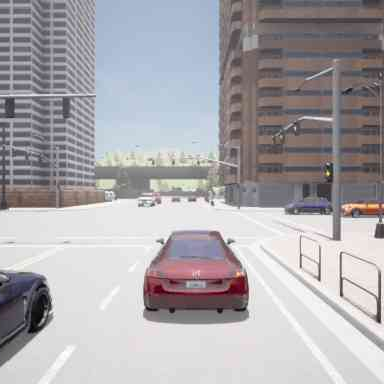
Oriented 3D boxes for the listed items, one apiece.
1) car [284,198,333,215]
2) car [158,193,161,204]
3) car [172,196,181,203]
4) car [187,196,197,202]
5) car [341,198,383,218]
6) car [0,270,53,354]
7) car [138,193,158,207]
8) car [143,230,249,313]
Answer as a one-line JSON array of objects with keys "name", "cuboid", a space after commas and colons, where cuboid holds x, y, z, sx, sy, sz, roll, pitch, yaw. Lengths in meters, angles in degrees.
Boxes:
[{"name": "car", "cuboid": [11.565, 1.352, 33.168, 4.553, 1.767, 2.097, 0, 0, 2]}, {"name": "car", "cuboid": [-7.015, 1.221, 62.543, 2.150, 2.045, 5.566, 0, 0, 1]}, {"name": "car", "cuboid": [-3.416, 1.542, 71.907, 2.033, 1.411, 5.357, 0, 0, 0]}, {"name": "car", "cuboid": [0.053, 1.525, 73.367, 2.128, 1.511, 4.902, 0, 0, 0]}, {"name": "car", "cuboid": [15.539, 1.352, 29.584, 4.553, 1.767, 2.097, 0, 0, 1]}, {"name": "car", "cuboid": [-3.437, 1.564, 4.159, 1.994, 1.385, 4.181, 0, 0, 0]}, {"name": "car", "cuboid": [-7.057, 1.221, 52.122, 2.150, 2.045, 5.566, 0, 0, 0]}, {"name": "car", "cuboid": [0.085, 1.564, 7.731, 1.994, 1.385, 4.181, 0, 0, 0]}]
